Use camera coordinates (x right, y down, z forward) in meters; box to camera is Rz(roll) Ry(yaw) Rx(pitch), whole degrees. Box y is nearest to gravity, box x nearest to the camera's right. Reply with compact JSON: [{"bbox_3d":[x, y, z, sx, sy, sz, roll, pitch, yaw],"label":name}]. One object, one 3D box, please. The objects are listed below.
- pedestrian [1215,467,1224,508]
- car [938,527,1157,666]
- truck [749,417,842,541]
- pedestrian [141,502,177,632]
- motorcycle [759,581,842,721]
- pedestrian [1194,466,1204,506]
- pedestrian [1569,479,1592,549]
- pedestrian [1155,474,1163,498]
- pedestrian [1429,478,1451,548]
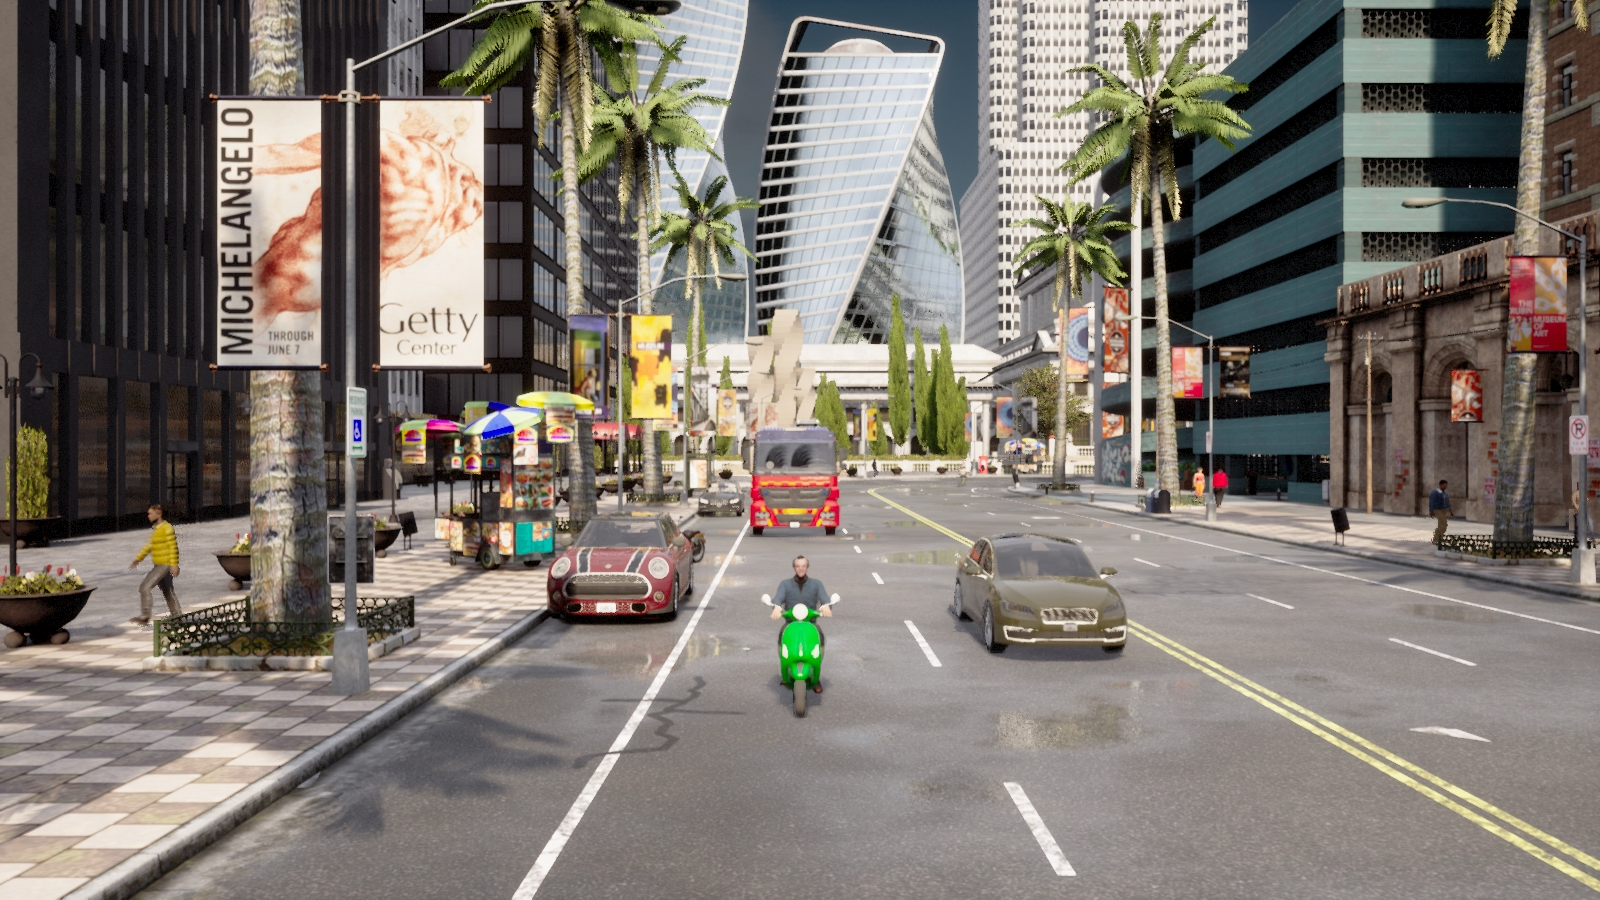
[{"bbox_3d":[19.265,1.706,52.517,0.375,1.860,0.375,0,0,18],"label":"pedestrian"},{"bbox_3d":[3.511,2.064,17.310,2.231,1.480,4.892,0,0,0],"label":"car"},{"bbox_3d":[-0.188,0.896,39.646,2.891,3.827,8.468,0,0,-1],"label":"truck"},{"bbox_3d":[-9.414,1.699,16.779,0.375,1.860,0.375,0,0,44],"label":"pedestrian"},{"bbox_3d":[0.011,2.184,12.710,0.856,1.236,1.805,0,0,0],"label":"motorcycle"},{"bbox_3d":[18.891,1.705,54.093,0.375,1.860,0.375,0,0,4],"label":"pedestrian"},{"bbox_3d":[20.892,1.701,30.588,0.375,1.860,0.375,0,0,0],"label":"pedestrian"},{"bbox_3d":[19.941,1.986,63.453,0.375,1.300,0.375,0,0,2],"label":"pedestrian"},{"bbox_3d":[17.380,1.701,31.024,0.375,1.860,0.375,0,0,-16],"label":"pedestrian"}]
